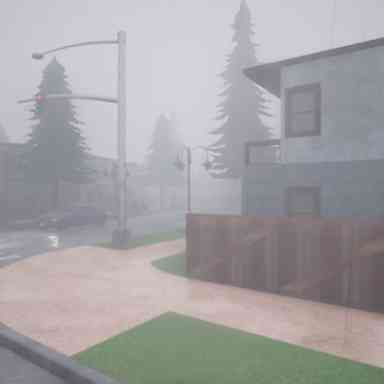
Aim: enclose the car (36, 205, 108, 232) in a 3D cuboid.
[{"bbox_3d":[-7.192,1.521,20.454,1.812,1.442,4.674,0,0,29],"label":"car"}]
